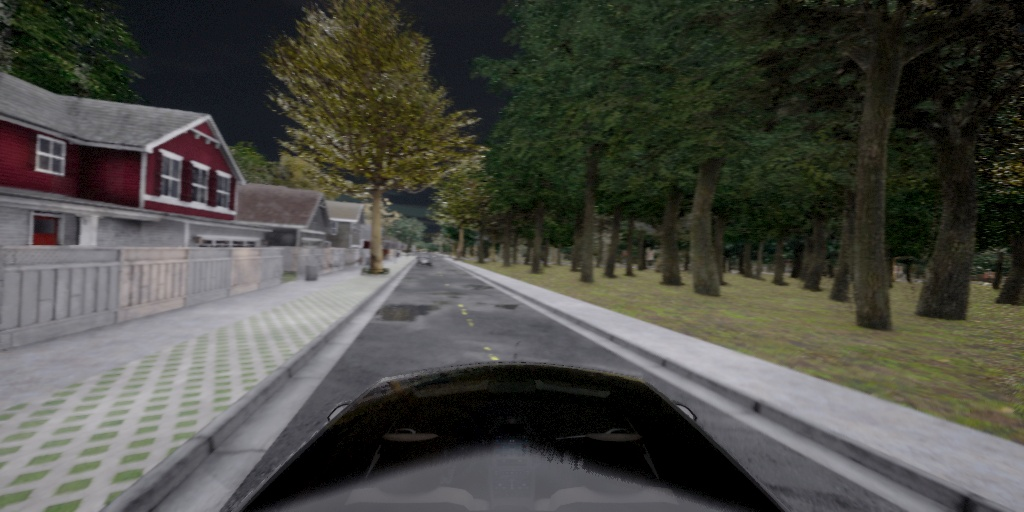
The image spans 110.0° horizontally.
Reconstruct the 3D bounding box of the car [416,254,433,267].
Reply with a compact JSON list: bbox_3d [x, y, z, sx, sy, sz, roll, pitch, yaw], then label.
[{"bbox_3d":[-10.789,0.485,44.263,2.128,1.511,4.902,3,0,-14],"label":"car"}]
